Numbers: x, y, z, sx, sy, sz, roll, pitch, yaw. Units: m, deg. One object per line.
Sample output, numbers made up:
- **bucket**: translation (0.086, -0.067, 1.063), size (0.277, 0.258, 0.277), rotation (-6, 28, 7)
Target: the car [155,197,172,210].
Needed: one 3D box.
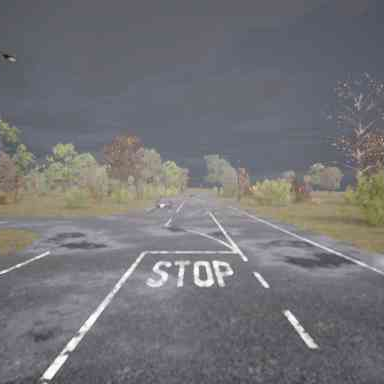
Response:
- **car**: translation (-3.399, 1.401, 40.384), size (2.128, 1.511, 4.902), rotation (0, 0, 0)
